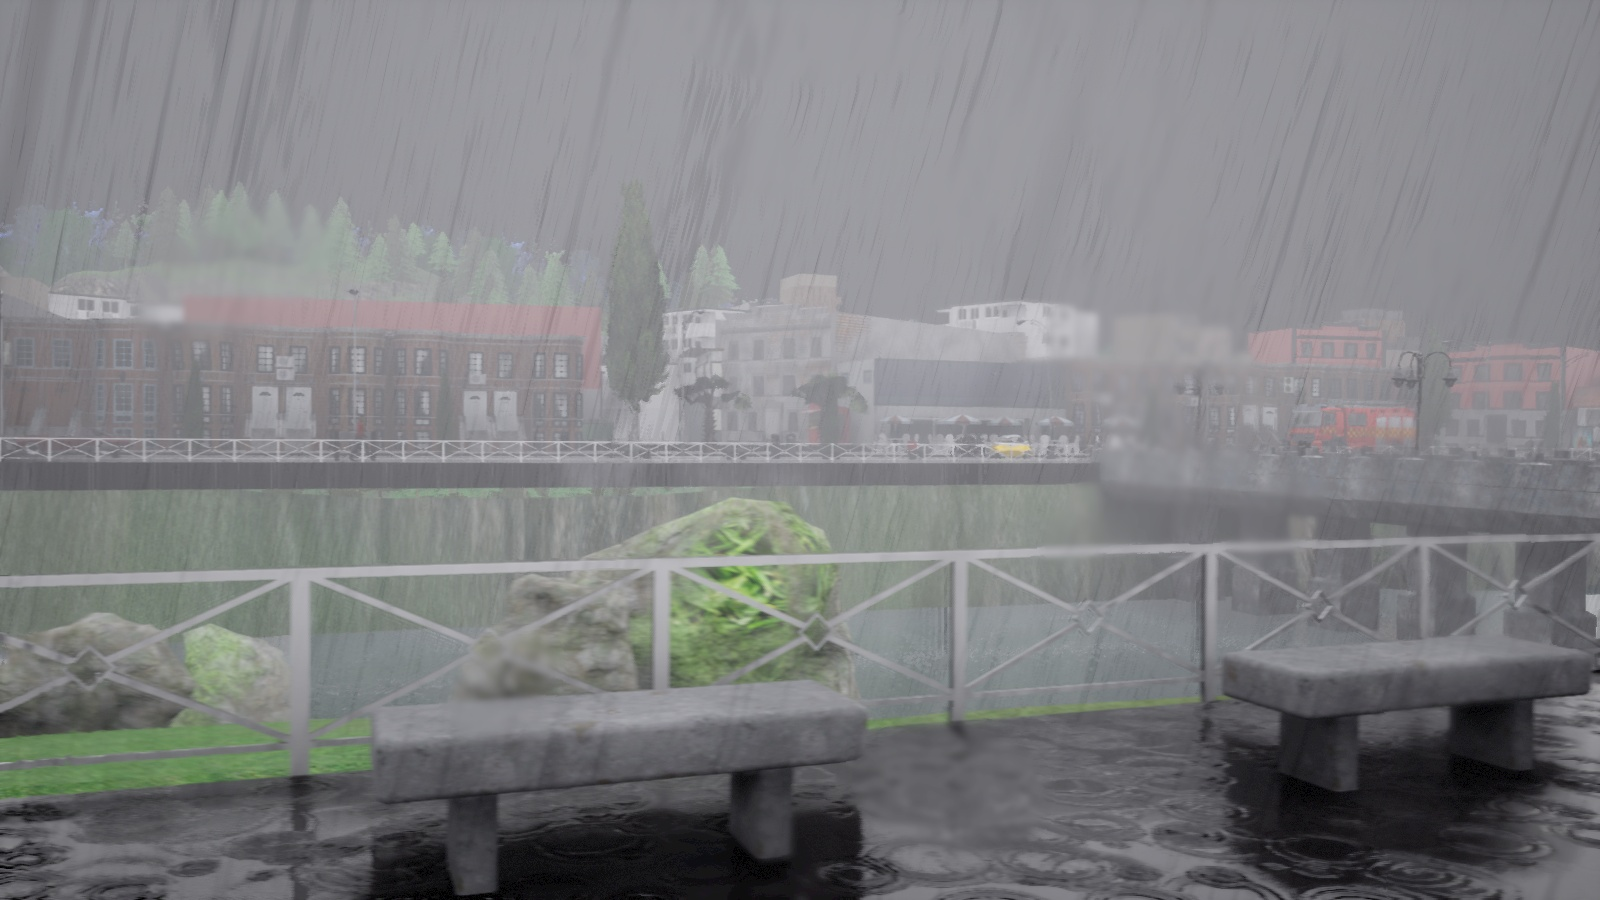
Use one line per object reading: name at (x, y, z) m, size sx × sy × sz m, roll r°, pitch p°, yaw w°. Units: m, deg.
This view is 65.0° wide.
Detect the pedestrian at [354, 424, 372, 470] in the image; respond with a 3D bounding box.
pedestrian at (-17.418, -0.119, 50.105) m, size 0.636 × 1.846 × 0.331 m, roll -1°, pitch 1°, yaw -22°

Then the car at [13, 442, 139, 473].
car at (-32.921, 0.323, 57.230) m, size 4.718 × 1.301 × 1.895 m, roll -1°, pitch 1°, yaw -21°

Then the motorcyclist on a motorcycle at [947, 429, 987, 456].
motorcyclist on a motorcycle at (9.773, -0.468, 73.451) m, size 2.191 × 1.530 × 0.866 m, roll -1°, pitch 1°, yaw -21°

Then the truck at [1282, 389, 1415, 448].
truck at (36.525, -2.122, 83.602) m, size 8.468 × 3.827 × 2.891 m, roll -1°, pitch 1°, yaw -21°

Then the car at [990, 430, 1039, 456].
car at (11.936, -0.415, 69.996) m, size 2.207 × 1.376 × 1.481 m, roll -1°, pitch 1°, yaw -21°
